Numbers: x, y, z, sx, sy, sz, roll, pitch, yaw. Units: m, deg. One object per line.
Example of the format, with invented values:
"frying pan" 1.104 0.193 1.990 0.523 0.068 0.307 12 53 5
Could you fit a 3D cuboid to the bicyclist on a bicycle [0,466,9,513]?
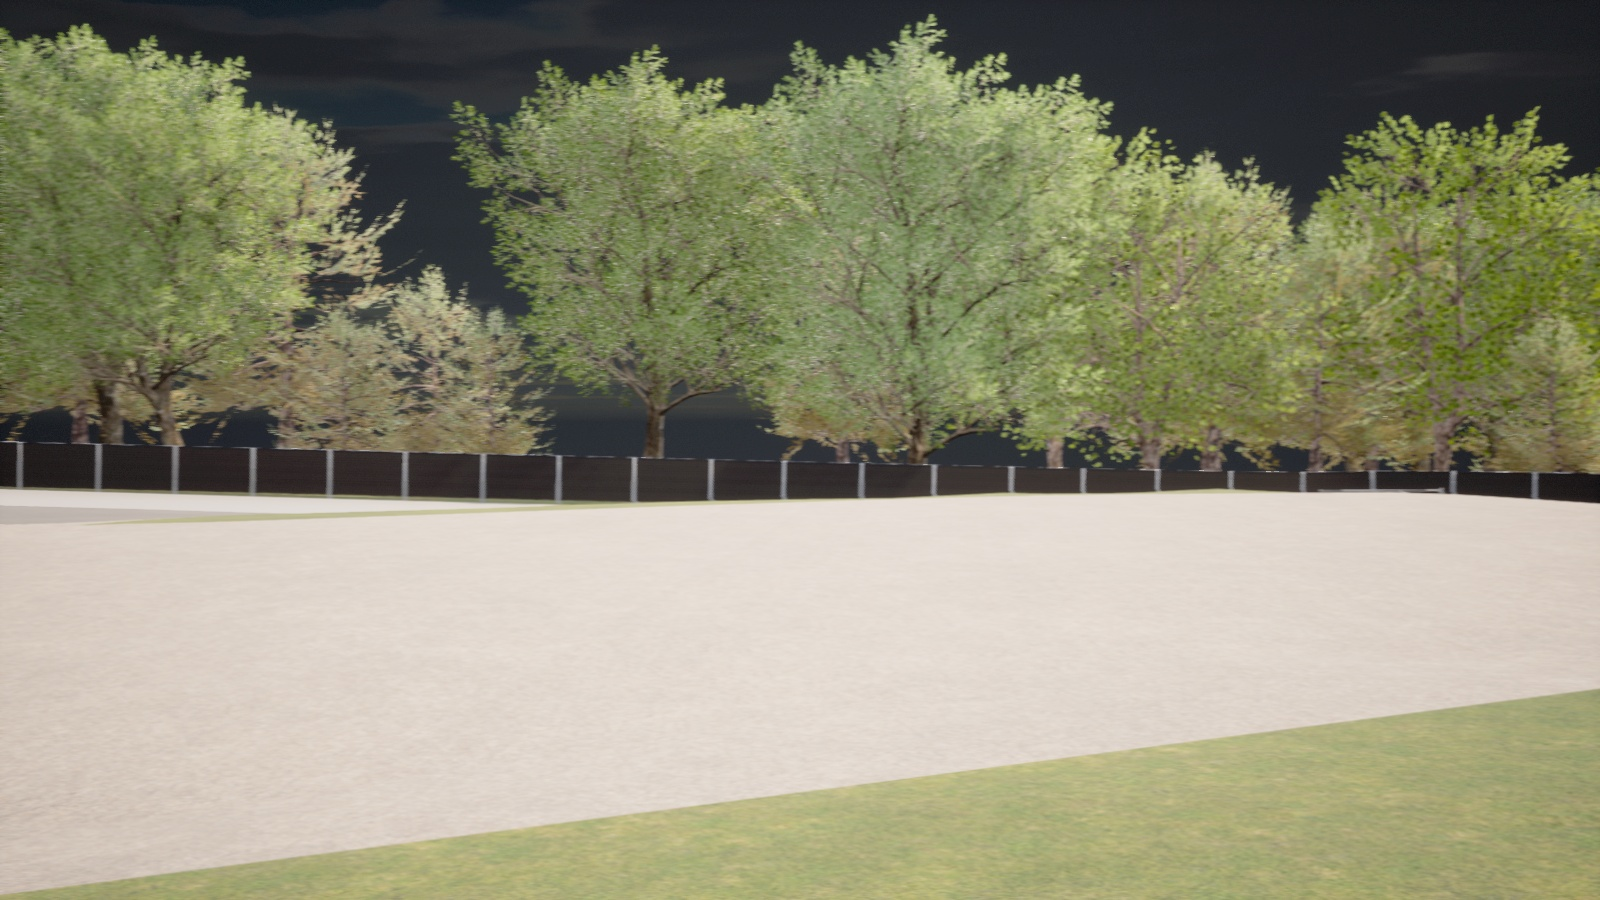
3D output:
"bicyclist on a bicycle" -31.577 1.517 48.311 1.843 1.776 0.659 1 1 0
